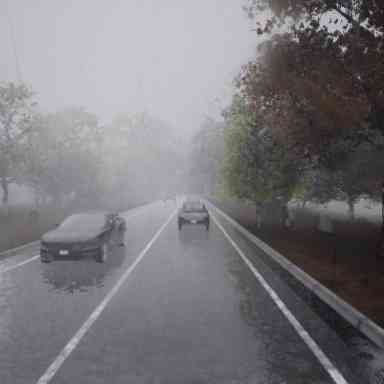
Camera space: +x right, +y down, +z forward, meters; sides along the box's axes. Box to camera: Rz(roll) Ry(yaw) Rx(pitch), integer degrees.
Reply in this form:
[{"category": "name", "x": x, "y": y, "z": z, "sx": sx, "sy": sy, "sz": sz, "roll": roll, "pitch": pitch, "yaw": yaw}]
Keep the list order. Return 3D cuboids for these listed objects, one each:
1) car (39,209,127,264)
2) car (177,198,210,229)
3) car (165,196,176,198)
[{"category": "car", "x": -3.600, "y": 1.425, "z": 11.849, "sx": 1.882, "sy": 1.535, "sz": 5.008, "roll": 0, "pitch": 0, "yaw": 0}, {"category": "car", "x": 0.097, "y": 1.392, "z": 20.638, "sx": 2.128, "sy": 1.511, "sz": 4.902, "roll": 0, "pitch": 0, "yaw": 0}, {"category": "car", "x": -3.500, "y": 0.859, "z": 53.354, "sx": 1.994, "sy": 1.385, "sz": 4.181, "roll": 0, "pitch": 1, "yaw": 0}]
